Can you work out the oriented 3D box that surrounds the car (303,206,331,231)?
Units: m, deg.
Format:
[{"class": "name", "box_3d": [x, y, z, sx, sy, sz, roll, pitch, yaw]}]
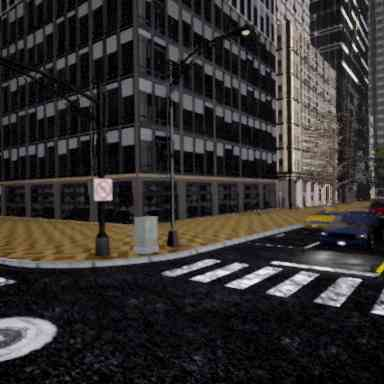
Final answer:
[{"class": "car", "box_3d": [8.253, 1.559, 20.475, 1.752, 1.417, 4.829, -1, -1, 37]}]

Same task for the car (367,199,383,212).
[{"class": "car", "box_3d": [21.803, 1.573, 38.717, 1.947, 1.339, 4.313, -1, -1, 37]}]

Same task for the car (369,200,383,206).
[{"class": "car", "box_3d": [12.919, 1.354, 22.397, 2.097, 1.767, 4.553, -1, 0, 37]}]

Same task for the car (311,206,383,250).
[{"class": "car", "box_3d": [7.281, 1.560, 14.803, 2.033, 1.411, 5.357, -1, 0, 37]}]
